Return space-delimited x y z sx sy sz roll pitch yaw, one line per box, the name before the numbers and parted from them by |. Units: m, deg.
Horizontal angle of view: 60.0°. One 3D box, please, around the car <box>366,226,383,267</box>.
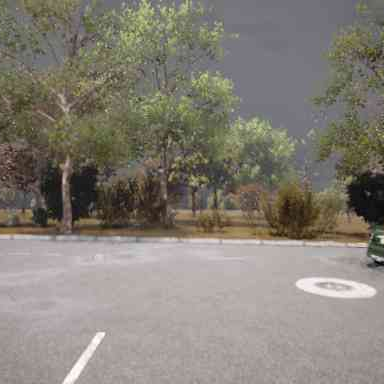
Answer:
car | 7.919 1.576 10.053 4.553 1.767 2.097 2 -1 1
